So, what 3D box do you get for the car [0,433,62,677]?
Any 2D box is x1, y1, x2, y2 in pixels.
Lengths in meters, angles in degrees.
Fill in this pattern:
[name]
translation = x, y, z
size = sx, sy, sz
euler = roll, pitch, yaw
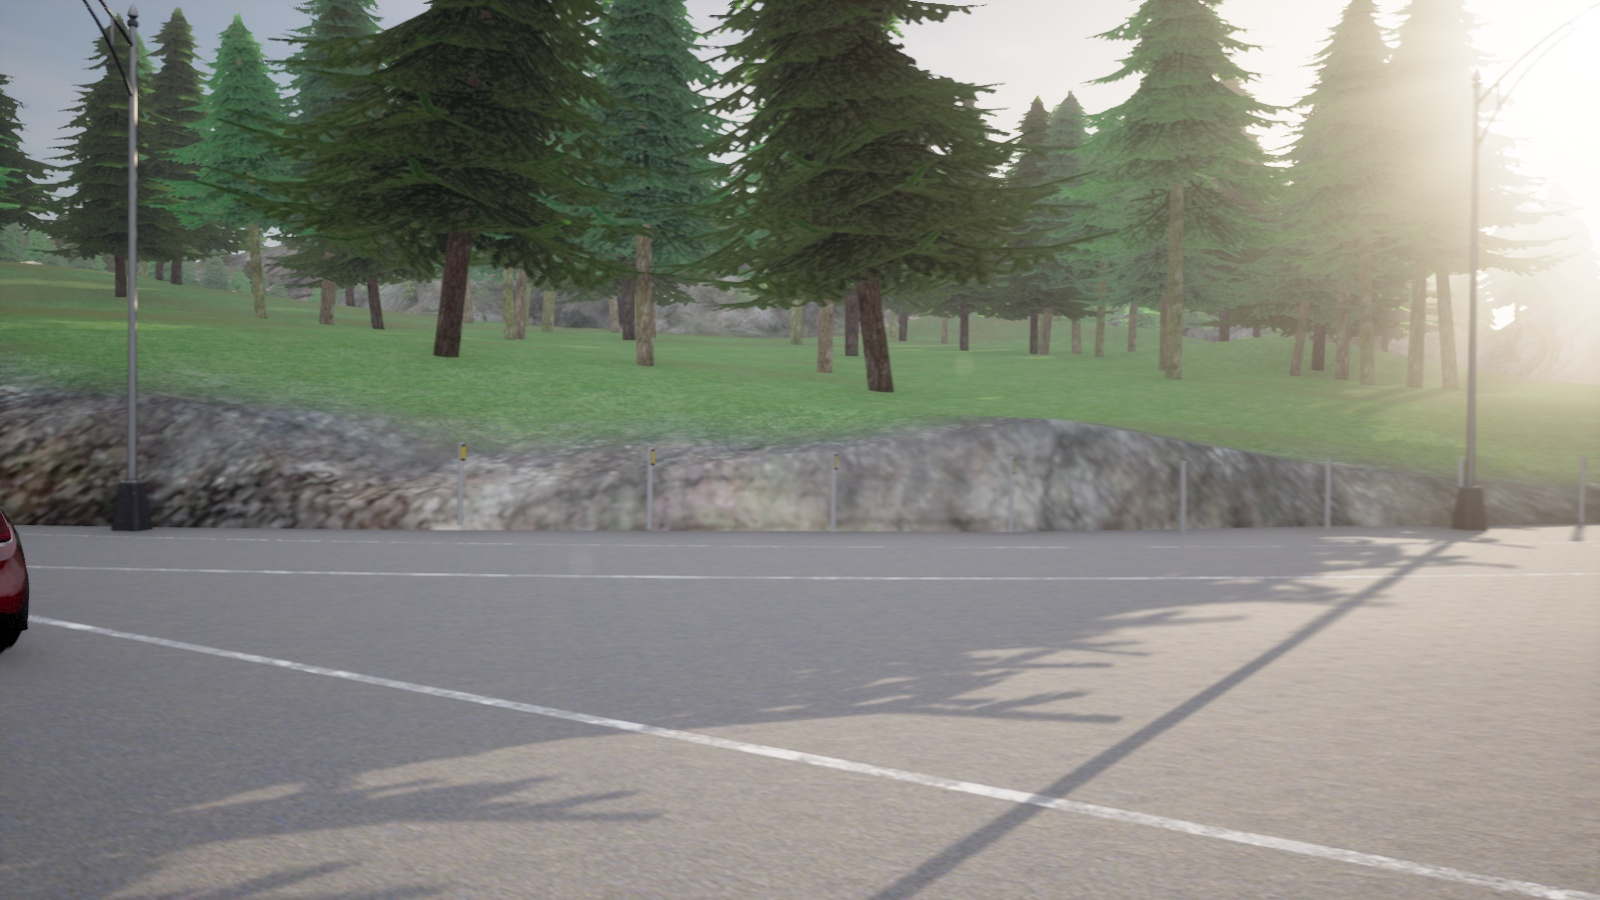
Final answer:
[car]
translation = -6.784, 0.647, 8.130
size = 3.806, 1.475, 1.970
euler = 0, 1, 34
